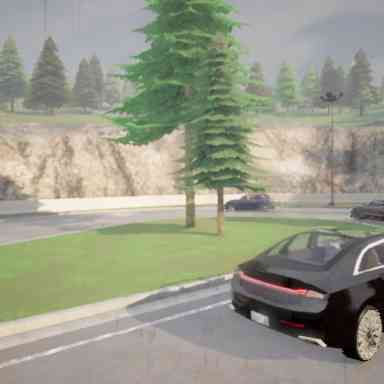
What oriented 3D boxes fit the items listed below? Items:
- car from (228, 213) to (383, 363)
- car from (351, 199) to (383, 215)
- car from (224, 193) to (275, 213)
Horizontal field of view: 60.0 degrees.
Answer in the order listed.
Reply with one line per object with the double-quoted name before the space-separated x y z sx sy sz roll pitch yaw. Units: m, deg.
"car" 2.837 1.378 5.742 4.902 1.511 2.128 -1 1 -36
"car" 11.673 1.135 20.156 1.994 1.385 4.181 -1 1 -12
"car" 5.140 0.907 30.155 4.553 1.767 2.097 -1 1 16
